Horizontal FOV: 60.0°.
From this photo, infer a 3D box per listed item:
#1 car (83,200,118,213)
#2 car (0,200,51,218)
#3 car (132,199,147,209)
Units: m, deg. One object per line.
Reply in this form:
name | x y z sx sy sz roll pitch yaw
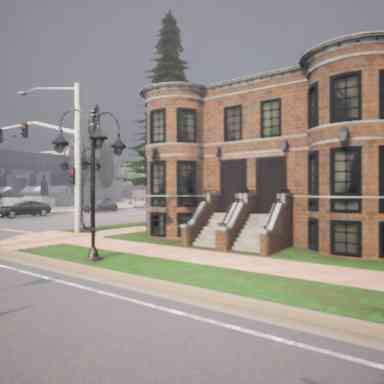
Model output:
car | -10.417 1.593 37.835 1.994 1.385 4.181 0 0 32
car | -15.380 1.534 30.428 1.837 1.490 4.892 0 0 35
car | -6.282 1.631 45.755 1.895 1.301 4.718 0 0 20
